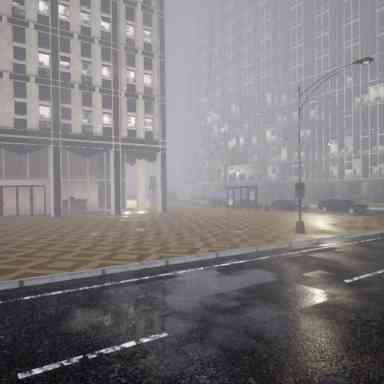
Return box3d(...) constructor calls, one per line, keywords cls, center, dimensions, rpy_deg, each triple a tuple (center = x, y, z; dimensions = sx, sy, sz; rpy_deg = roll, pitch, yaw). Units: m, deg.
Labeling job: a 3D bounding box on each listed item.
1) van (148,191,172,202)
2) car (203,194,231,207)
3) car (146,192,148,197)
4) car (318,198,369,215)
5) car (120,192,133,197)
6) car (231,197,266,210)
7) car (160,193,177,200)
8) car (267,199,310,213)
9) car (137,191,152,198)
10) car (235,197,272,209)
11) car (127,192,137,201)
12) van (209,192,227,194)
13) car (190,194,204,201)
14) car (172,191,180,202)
box3d(cls="van", center=(-5.687, 0.937, 58.395), dimensions=(1.690, 1.788, 3.998), rpy_deg=(0, 1, -34))
box3d(cls="car", center=(3.917, 1.319, 44.311), dimensions=(1.947, 1.339, 4.313), rpy_deg=(0, 1, -34))
box3d(cls="car", center=(-8.426, 0.615, 77.193), dimensions=(2.192, 1.841, 5.009), rpy_deg=(0, 1, -34))
box3d(cls="car", center=(14.895, 1.357, 32.949), dimensions=(1.837, 1.490, 4.892), rpy_deg=(-1, 1, -34))
box3d(cls="car", center=(-18.075, 0.688, 91.254), dimensions=(2.008, 1.369, 4.403), rpy_deg=(0, 1, -34))
box3d(cls="car", center=(7.085, 1.388, 39.592), dimensions=(1.802, 1.307, 4.206), rpy_deg=(0, 1, -34))
box3d(cls="car", center=(-5.210, 0.936, 72.511), dimensions=(1.802, 1.307, 4.206), rpy_deg=(0, 1, -34))
box3d(cls="car", center=(10.287, 1.424, 34.894), dimensions=(1.947, 1.339, 4.313), rpy_deg=(0, 1, -34))
box3d(cls="car", center=(-11.643, 0.686, 81.881), dimensions=(1.967, 1.590, 4.097), rpy_deg=(0, 1, -34))
box3d(cls="car", center=(7.892, 1.341, 43.178), dimensions=(1.895, 1.301, 4.718), rpy_deg=(-1, 1, -34))
box3d(cls="car", center=(-12.120, 1.039, 67.770), dimensions=(2.008, 1.369, 4.403), rpy_deg=(0, 1, -34))
box3d(cls="van", center=(4.438, 0.855, 58.449), dimensions=(1.690, 1.788, 3.998), rpy_deg=(0, 1, -34))
box3d(cls="car", center=(1.223, 1.043, 63.138), dimensions=(1.802, 1.307, 4.206), rpy_deg=(0, 1, -34))
box3d(cls="car", center=(-4.482, 0.763, 61.355), dimensions=(2.150, 2.045, 5.566), rpy_deg=(-1, 1, -34))
